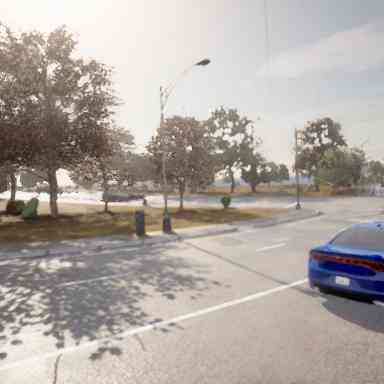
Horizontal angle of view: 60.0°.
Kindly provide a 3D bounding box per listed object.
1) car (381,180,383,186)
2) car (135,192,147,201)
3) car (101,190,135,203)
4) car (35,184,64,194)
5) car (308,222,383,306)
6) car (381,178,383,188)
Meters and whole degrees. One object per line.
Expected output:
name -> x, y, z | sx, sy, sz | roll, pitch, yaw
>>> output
car -> 34.354, -0.951, 57.648 | 1.812, 1.442, 4.674 | -1, 2, 30
car -> -9.166, 0.609, 50.775 | 4.718, 1.301, 1.895 | 2, 4, 32
car -> -10.923, 0.534, 47.739 | 4.553, 1.767, 2.097 | 2, 4, 32
car -> -24.061, -0.427, 56.073 | 5.566, 2.045, 2.150 | 2, 4, 32
car -> 4.637, 1.429, 7.634 | 5.008, 1.535, 1.882 | -1, 0, -40
car -> 42.191, -1.979, 71.828 | 2.150, 2.045, 5.566 | -2, 2, 29
